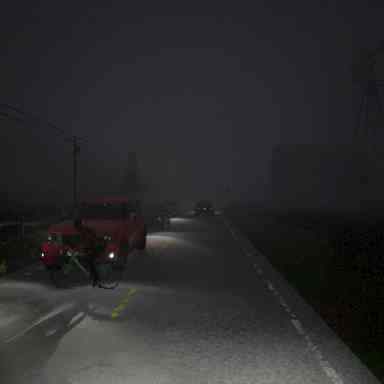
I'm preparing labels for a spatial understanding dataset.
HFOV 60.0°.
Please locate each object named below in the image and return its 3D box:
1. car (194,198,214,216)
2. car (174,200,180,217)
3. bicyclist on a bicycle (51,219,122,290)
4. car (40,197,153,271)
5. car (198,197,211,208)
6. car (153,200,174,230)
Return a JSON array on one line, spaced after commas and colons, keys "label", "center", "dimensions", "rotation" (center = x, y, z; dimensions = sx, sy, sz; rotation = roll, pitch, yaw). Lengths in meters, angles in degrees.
[{"label": "car", "center": [1.219, 1.547, 32.628], "dimensions": [2.033, 1.411, 5.357], "rotation": [0, 0, 2]}, {"label": "car", "center": [-2.179, 1.504, 31.120], "dimensions": [1.837, 1.490, 4.892], "rotation": [0, 0, 2]}, {"label": "bicyclist on a bicycle", "center": [-2.429, 1.454, 7.616], "dimensions": [1.656, 1.620, 0.582], "rotation": [-1, 0, 2]}, {"label": "car", "center": [-2.918, 1.221, 11.252], "dimensions": [2.150, 2.045, 5.566], "rotation": [0, 0, 2]}, {"label": "car", "center": [1.759, 1.525, 48.120], "dimensions": [1.812, 1.442, 4.674], "rotation": [0, 0, 2]}, {"label": "car", "center": [-2.509, 1.477, 21.156], "dimensions": [1.882, 1.535, 5.008], "rotation": [0, 0, 3]}]
